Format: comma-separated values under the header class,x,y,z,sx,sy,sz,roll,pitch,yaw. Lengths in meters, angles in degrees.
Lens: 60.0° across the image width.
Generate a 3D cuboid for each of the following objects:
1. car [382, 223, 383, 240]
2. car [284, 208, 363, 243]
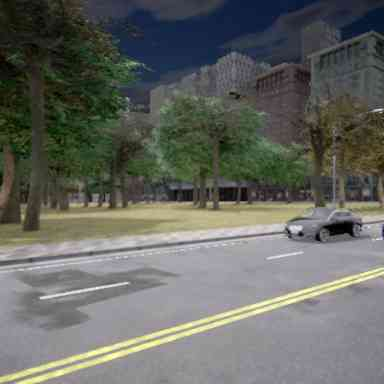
class,x,y,z,sx,sy,sz,roll,pitch,yaw
car,10.857,1.543,15.712,5.008,1.535,1.882,0,0,-36
car,6.654,1.572,16.652,4.902,1.511,2.128,0,0,-36
